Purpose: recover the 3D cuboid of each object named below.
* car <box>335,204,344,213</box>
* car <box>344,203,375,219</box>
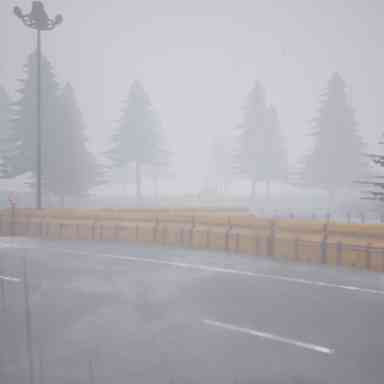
[{"bbox_3d":[15.924,1.384,31.220,4.902,1.511,2.128,0,0,-10],"label":"car"},{"bbox_3d":[15.595,1.414,27.617,4.892,1.490,1.837,0,0,-10],"label":"car"}]
